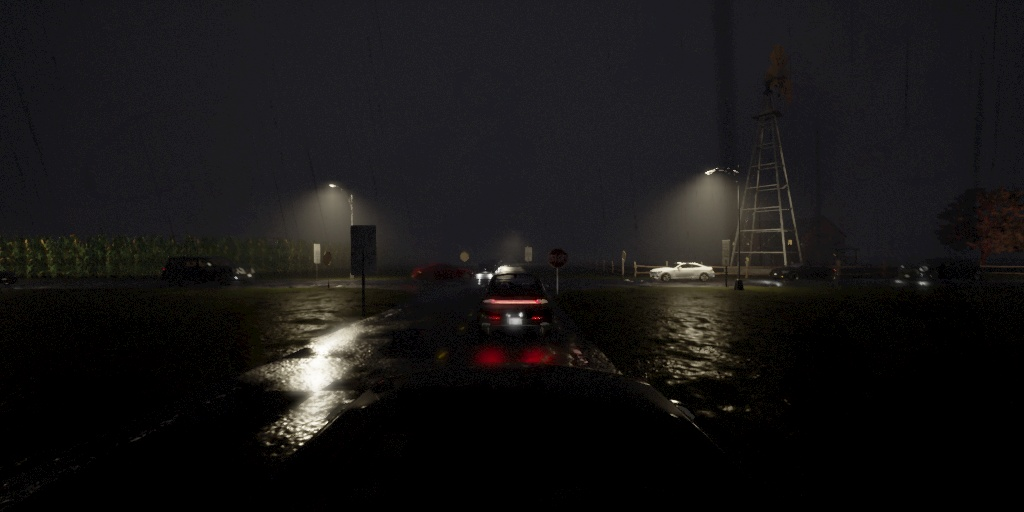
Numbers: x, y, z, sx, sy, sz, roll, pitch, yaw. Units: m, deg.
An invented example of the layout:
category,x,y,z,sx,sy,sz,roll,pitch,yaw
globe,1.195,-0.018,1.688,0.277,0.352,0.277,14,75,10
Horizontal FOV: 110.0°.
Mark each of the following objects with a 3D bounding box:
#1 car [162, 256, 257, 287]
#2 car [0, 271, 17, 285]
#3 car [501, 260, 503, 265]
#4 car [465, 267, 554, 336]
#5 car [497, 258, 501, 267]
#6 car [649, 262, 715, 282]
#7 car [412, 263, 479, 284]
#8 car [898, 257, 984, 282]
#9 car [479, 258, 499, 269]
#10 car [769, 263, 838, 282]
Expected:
category,x,y,z,sx,sy,sz,roll,pitch,yaw
car,-21.102,1.049,25.095,5.566,2.045,2.150,0,1,0
car,-37.910,1.369,25.042,5.008,1.535,1.882,0,1,0
car,-2.936,1.297,61.804,1.895,1.301,4.718,0,0,0
car,0.094,1.239,10.367,2.128,1.511,4.902,0,0,0
car,-2.934,1.216,51.564,1.837,1.490,4.892,0,0,0
car,13.015,1.194,27.563,4.674,1.442,1.812,0,1,0
car,-5.219,1.268,27.335,4.674,1.442,1.812,-1,1,-28
car,32.131,0.953,27.003,4.553,1.767,2.097,0,1,2
car,-2.927,1.287,41.529,1.994,1.385,4.181,0,0,1
car,22.141,1.201,27.340,4.181,1.385,1.994,0,1,2
